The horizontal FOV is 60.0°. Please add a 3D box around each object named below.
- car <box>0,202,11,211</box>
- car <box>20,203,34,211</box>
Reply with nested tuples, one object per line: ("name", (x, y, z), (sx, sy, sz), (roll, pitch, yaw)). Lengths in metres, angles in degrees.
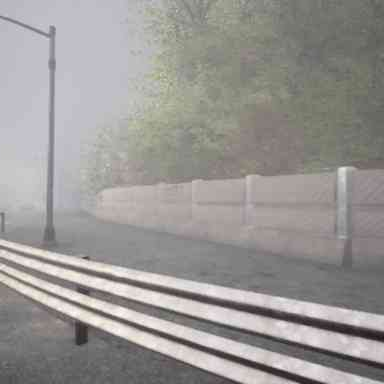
("car", (-33.318, 2.612, 58.801), (1.837, 1.490, 4.892), (1, -1, -21))
("car", (-30.943, 2.765, 62.417), (1.994, 1.385, 4.181), (1, -1, -21))
